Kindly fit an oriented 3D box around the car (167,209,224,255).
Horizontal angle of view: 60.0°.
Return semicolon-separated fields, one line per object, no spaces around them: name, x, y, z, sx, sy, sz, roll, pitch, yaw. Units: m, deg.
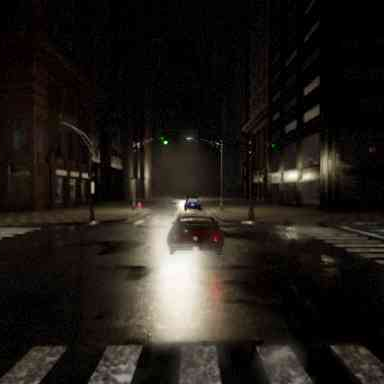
car;0.127;1.550;13.079;1.895;1.301;4.718;0;0;0

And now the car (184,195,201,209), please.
car;0.071;1.408;39.821;1.994;1.385;4.181;0;0;0
